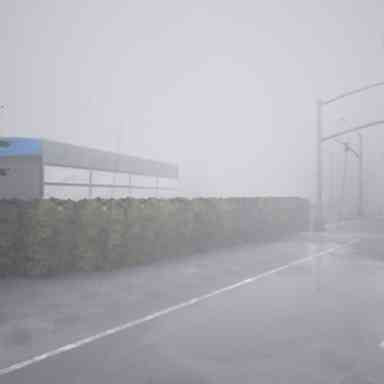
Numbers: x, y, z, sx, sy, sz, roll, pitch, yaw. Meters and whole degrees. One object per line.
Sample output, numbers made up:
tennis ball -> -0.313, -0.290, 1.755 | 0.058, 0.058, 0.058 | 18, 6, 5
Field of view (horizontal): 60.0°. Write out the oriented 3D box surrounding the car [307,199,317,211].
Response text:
car -> 14.881, 1.727, 43.471 | 2.007, 1.523, 4.514 | 0, -1, 41

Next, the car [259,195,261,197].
car -> 15.659, 1.720, 77.015 | 1.905, 1.878, 3.866 | 0, -1, 41

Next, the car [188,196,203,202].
car -> 0.984, 1.908, 89.419 | 1.970, 1.475, 3.806 | 0, -1, 41

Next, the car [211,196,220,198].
car -> 6.028, 1.820, 85.438 | 2.152, 1.636, 5.027 | 0, -1, 41

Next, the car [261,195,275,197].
car -> 18.117, 1.738, 75.412 | 1.932, 1.855, 4.605 | 0, -1, 41

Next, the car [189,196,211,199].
car -> 1.128, 1.796, 65.683 | 2.007, 1.523, 4.514 | 0, -1, 41

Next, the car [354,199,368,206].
car -> 32.013, 1.979, 63.072 | 1.845, 1.501, 3.633 | 0, -1, 41

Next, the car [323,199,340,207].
car -> 24.885, 1.933, 59.449 | 1.970, 1.475, 3.806 | 0, -1, 41
